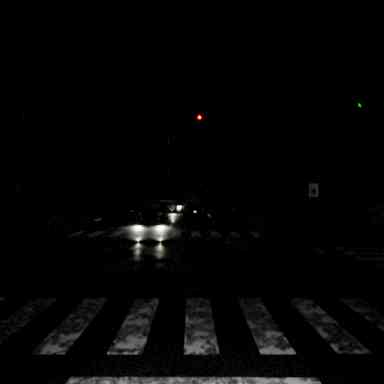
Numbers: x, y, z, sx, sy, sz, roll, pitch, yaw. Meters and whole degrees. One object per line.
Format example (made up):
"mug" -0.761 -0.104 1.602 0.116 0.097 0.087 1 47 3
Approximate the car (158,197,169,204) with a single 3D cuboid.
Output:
"car" -5.419 1.663 63.679 1.802 1.307 4.206 0 0 0

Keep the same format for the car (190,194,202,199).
"car" 0.372 1.597 57.383 1.812 1.442 4.674 0 0 1

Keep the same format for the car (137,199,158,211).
"car" -5.538 1.597 41.851 2.008 1.369 4.403 0 0 0

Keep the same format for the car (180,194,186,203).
"car" -2.702 1.566 58.418 2.128 1.511 4.902 0 0 1

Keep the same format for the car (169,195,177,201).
"car" -5.271 1.573 90.964 1.967 1.590 4.097 0 0 0

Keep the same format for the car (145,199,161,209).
"car" -5.508 1.637 47.308 1.802 1.307 4.206 0 0 0

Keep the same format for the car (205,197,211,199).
"car" 2.987 1.598 41.812 2.008 1.369 4.403 0 0 0

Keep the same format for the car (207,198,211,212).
"car" 2.957 1.604 36.355 1.947 1.339 4.313 0 0 0

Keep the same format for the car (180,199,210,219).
"car" 0.255 1.591 29.030 1.994 1.385 4.181 0 0 0

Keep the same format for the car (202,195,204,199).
"car" 3.047 1.504 52.725 1.967 1.590 4.097 0 0 0

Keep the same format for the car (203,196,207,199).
"car" 3.017 1.606 47.268 2.008 1.369 4.403 0 0 0

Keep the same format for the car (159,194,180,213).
"car" -2.899 1.256 38.726 2.150 2.045 5.566 0 1 -1

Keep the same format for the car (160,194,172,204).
"car" -5.389 1.405 69.136 2.192 1.841 5.009 0 0 0

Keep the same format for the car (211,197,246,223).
"car" 2.898 1.337 25.443 2.192 1.841 5.009 0 0 0

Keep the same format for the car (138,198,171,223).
"car" -2.963 1.500 25.880 1.882 1.535 5.008 0 0 0

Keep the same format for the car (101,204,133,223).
"car" -5.627 1.588 25.480 1.947 1.339 4.313 0 0 0

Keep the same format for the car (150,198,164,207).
"car" -5.479 1.646 52.765 1.802 1.307 4.206 0 0 0
